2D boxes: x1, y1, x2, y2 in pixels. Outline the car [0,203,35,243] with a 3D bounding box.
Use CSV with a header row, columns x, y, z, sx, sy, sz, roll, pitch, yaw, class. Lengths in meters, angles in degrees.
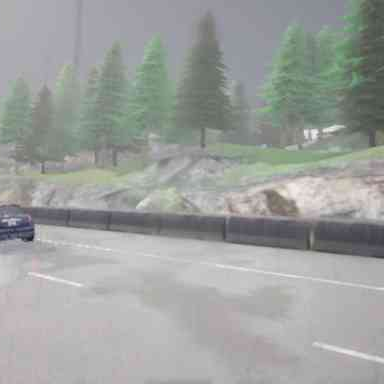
x,y,z,sx,sy,sz,roll,pitch,yaw,class
-8.688,1.224,14.008,4.553,1.767,2.097,0,1,34,car
